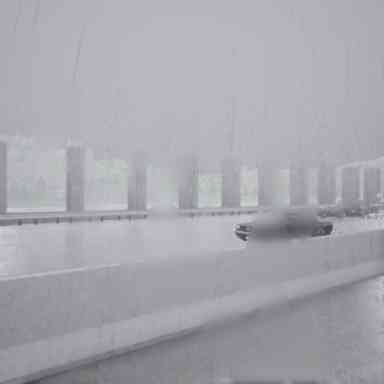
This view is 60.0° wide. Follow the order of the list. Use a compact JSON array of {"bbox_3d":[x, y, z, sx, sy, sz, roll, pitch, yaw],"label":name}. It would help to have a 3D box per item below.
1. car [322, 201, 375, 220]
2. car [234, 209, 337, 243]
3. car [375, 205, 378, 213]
[{"bbox_3d":[13.368,1.601,29.248,5.357,1.411,2.033,0,0,-32],"label":"car"},{"bbox_3d":[4.225,1.624,15.179,4.718,1.301,1.895,0,0,-33],"label":"car"},{"bbox_3d":[18.404,1.633,36.403,4.181,1.385,1.994,0,0,-31],"label":"car"}]
